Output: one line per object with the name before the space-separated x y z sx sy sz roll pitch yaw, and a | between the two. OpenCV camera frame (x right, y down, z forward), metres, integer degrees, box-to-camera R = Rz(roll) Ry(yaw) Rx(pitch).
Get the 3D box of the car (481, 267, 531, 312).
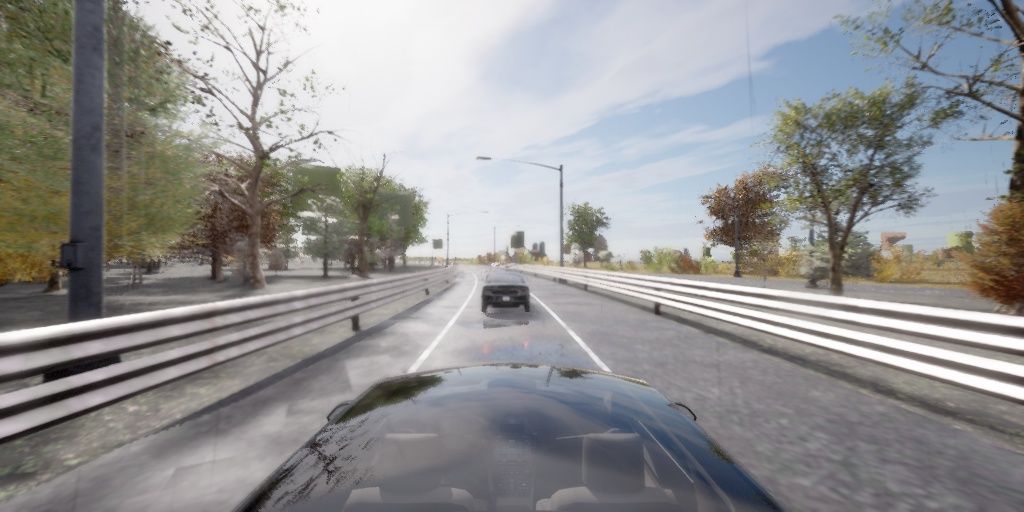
car | -0.297 1.401 15.371 1.882 1.535 5.008 0 0 -2
